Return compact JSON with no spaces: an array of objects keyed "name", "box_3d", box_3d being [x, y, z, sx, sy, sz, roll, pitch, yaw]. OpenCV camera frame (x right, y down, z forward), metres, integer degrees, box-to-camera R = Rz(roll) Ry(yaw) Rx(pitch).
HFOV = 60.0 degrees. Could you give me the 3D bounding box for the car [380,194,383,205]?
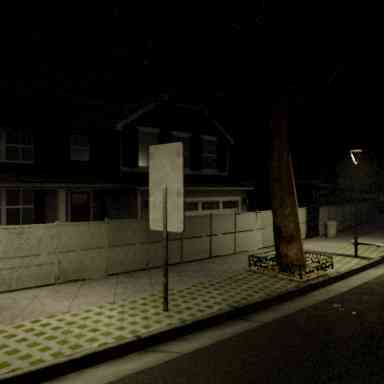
[{"name":"car","box_3d":[32.493,1.265,54.281,2.150,2.045,5.566,0,0,13]}]
